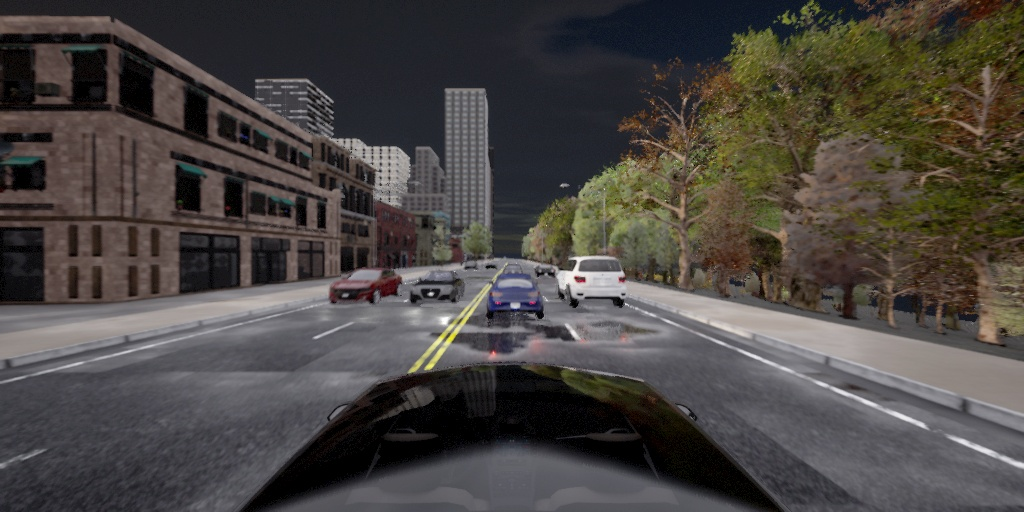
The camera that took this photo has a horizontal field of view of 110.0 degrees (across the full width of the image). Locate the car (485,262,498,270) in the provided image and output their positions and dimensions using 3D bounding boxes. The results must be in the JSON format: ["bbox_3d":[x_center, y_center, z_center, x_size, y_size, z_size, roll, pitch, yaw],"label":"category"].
[{"bbox_3d":[-3.305,1.606,58.168,1.895,1.301,4.718,0,0,1],"label":"car"}]

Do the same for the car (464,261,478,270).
[{"bbox_3d":[-6.559,1.509,58.316,1.837,1.490,4.892,0,0,1],"label":"car"}]

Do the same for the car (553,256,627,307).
[{"bbox_3d":[3.346,1.039,15.935,2.150,2.045,5.566,0,0,0],"label":"car"}]

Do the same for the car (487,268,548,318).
[{"bbox_3d":[0.099,1.328,13.114,1.812,1.442,4.674,0,0,0],"label":"car"}]

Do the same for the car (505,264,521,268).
[{"bbox_3d":[0.091,1.442,33.041,2.033,1.411,5.357,0,0,0],"label":"car"}]

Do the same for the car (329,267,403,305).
[{"bbox_3d":[-6.602,1.297,16.719,1.882,1.535,5.008,0,0,0],"label":"car"}]

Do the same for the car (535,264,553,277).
[{"bbox_3d":[3.343,1.516,37.442,1.895,1.301,4.718,0,0,0],"label":"car"}]

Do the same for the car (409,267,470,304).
[{"bbox_3d":[-3.351,1.383,16.761,1.994,1.385,4.181,0,0,0],"label":"car"}]
